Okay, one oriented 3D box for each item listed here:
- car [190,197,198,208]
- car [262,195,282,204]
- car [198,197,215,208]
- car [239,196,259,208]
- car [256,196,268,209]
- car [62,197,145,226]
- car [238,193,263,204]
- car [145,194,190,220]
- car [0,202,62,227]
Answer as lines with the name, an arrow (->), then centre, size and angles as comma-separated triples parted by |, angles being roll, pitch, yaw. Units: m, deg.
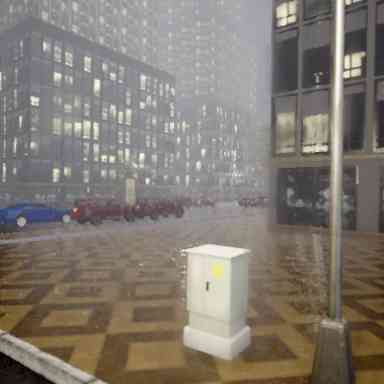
car -> -2.035, 1.213, 41.635 | 2.192, 1.841, 5.009 | 1, 1, 39
car -> 15.277, 1.409, 63.379 | 1.967, 1.590, 4.097 | 1, 1, 39
car -> 1.426, 1.352, 45.985 | 1.967, 1.590, 4.097 | 1, 1, 39
car -> 9.110, 1.621, 47.015 | 1.895, 1.301, 4.718 | 1, 1, 39
car -> 11.051, 1.615, 45.426 | 2.008, 1.369, 4.403 | 1, 1, 39
car -> -6.170, 1.315, 23.616 | 2.192, 1.841, 5.009 | 1, 1, 39
car -> 9.287, 1.202, 51.732 | 2.150, 2.045, 5.566 | 1, 1, 39
car -> -2.783, 1.326, 28.023 | 2.192, 1.841, 5.009 | 1, 1, 39
car -> -10.475, 1.423, 22.509 | 1.882, 1.535, 5.008 | 1, 1, 39
